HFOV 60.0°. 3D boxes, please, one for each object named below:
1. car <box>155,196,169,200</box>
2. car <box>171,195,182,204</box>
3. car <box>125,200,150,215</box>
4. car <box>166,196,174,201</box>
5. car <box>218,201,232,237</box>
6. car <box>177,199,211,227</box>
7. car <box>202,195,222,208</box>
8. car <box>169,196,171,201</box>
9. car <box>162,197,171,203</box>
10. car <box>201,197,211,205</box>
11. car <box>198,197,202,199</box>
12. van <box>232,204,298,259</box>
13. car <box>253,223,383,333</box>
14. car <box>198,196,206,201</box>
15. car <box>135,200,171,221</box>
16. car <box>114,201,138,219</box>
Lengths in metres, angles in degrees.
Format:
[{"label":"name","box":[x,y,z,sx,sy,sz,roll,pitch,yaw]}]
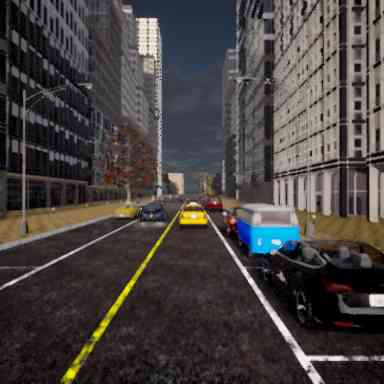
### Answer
[{"label":"car","box":[-5.694,1.657,58.047,2.008,1.369,4.403,0,0,0]},{"label":"car","box":[-3.010,1.662,68.769,1.994,1.385,4.181,0,0,0]},{"label":"car","box":[-5.692,1.622,35.278,2.008,1.369,4.403,0,0,0]},{"label":"car","box":[-5.698,1.685,86.509,2.008,1.369,4.403,0,0,0]},{"label":"car","box":[2.692,1.482,18.191,1.967,1.590,4.097,0,0,0]},{"label":"car","box":[0.098,1.507,22.856,1.801,1.575,5.366,0,0,0]},{"label":"car","box":[2.690,1.397,40.960,2.192,1.841,5.009,0,0,0]},{"label":"car","box":[-5.695,1.678,63.740,1.947,1.339,4.313,0,0,0]},{"label":"car","box":[-5.696,1.706,75.123,1.802,1.307,4.206,0,0,0]},{"label":"car","box":[2.686,1.639,63.898,1.752,1.417,4.829,0,0,0]},{"label":"car","box":[0.095,1.646,41.191,1.994,1.385,4.181,0,0,0]},{"label":"van","box":[2.692,1.371,12.500,1.690,1.788,3.998,0,0,0]},{"label":"car","box":[2.693,1.583,6.806,1.947,1.339,4.313,0,0,0]},{"label":"car","box":[2.682,1.706,92.189,1.947,1.339,4.313,0,0,0]},{"label":"car","box":[-3.101,1.622,27.317,1.994,1.385,4.181,0,0,0]},{"label":"car","box":[-5.691,1.587,29.415,1.752,1.417,4.829,0,0,0]}]
